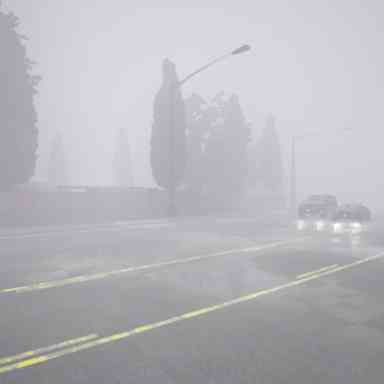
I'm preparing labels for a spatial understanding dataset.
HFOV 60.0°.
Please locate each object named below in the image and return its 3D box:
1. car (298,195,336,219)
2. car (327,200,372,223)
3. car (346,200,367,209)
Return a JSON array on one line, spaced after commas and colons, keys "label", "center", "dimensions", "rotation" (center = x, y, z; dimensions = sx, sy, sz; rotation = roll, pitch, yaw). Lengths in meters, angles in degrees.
[{"label": "car", "center": [11.320, 1.241, 29.573], "dimensions": [2.150, 2.045, 5.566], "rotation": [0, -1, 39]}, {"label": "car", "center": [12.098, 1.526, 25.084], "dimensions": [1.994, 1.385, 4.181], "rotation": [0, -1, 40]}, {"label": "car", "center": [30.925, 2.336, 62.732], "dimensions": [2.097, 1.767, 4.553], "rotation": [0, -1, 7]}]
